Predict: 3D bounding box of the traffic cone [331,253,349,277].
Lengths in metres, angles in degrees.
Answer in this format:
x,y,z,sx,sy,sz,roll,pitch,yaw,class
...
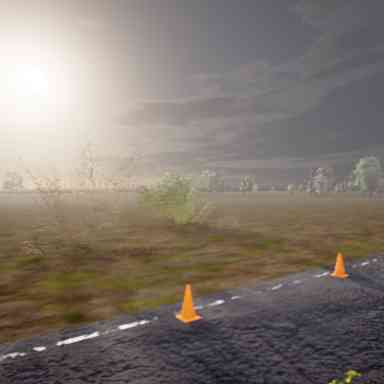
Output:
x,y,z,sx,sy,sz,roll,pitch,yaw,class
3.947,1.931,8.875,0.340,0.580,0.340,0,0,-37,traffic cone

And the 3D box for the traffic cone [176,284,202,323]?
x,y,z,sx,sy,sz,roll,pitch,yaw,class
-0.059,1.948,5.930,0.340,0.580,0.340,0,0,-36,traffic cone
